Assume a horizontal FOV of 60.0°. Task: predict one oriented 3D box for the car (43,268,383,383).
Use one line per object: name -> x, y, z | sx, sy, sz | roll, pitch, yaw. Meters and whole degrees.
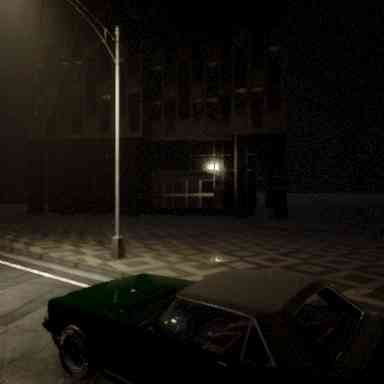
car -> 0.360, 1.601, 3.782 | 4.718, 1.301, 1.895 | 0, 0, 36
